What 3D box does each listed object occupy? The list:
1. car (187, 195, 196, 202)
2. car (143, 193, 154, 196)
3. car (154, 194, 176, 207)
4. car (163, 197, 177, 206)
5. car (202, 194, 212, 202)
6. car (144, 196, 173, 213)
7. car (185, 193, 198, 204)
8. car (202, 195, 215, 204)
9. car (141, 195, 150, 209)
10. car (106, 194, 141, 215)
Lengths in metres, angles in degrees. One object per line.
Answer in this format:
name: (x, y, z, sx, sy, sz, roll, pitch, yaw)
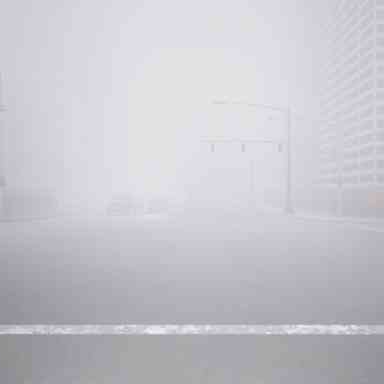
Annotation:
car: (-0.150, 1.381, 74.397, 1.994, 1.385, 4.181, 0, 0, 0)
car: (-7.200, 1.221, 55.283, 2.150, 2.045, 5.566, 0, 0, 0)
car: (-3.690, 1.352, 46.646, 2.097, 1.767, 4.553, 0, 0, 0)
car: (-3.701, 1.564, 56.459, 1.994, 1.385, 4.181, 0, 0, 0)
car: (3.353, 1.355, 74.548, 2.097, 1.767, 4.553, 0, 0, 0)
car: (-3.676, 1.491, 37.430, 2.128, 1.511, 4.902, 0, 0, 0)
car: (-0.128, 1.221, 63.726, 2.150, 2.045, 5.566, 0, 0, 0)
car: (3.466, 1.525, 64.646, 1.812, 1.442, 4.674, 0, 0, 0)
car: (-7.191, 1.547, 44.759, 2.033, 1.411, 5.357, 0, 0, 0)
car: (-7.152, 1.221, 34.507, 2.150, 2.045, 5.566, 0, 0, 2)
